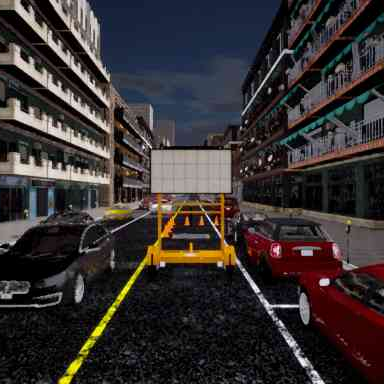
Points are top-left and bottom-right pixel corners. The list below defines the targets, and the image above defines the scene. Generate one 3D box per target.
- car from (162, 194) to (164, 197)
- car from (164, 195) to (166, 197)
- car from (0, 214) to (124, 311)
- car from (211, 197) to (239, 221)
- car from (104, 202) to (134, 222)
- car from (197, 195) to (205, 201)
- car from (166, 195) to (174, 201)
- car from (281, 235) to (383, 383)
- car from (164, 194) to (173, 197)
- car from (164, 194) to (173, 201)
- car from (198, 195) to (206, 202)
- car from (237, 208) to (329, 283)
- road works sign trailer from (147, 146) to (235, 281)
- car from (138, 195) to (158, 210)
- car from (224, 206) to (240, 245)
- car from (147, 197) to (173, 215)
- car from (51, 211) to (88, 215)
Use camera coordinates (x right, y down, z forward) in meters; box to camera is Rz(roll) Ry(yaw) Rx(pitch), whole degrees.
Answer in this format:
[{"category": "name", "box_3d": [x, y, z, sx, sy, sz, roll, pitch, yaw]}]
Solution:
[{"category": "car", "box_3d": [-5.822, 1.305, 49.100, 2.192, 1.841, 5.009, 0, 0, 0]}, {"category": "car", "box_3d": [-5.839, 1.570, 54.736, 1.802, 1.307, 4.206, 0, 0, 0]}, {"category": "car", "box_3d": [-3.122, 1.505, 8.014, 1.837, 1.490, 4.892, 0, 0, 0]}, {"category": "car", "box_3d": [2.621, 1.312, 26.573, 2.192, 1.841, 5.009, 0, 0, 0]}, {"category": "car", "box_3d": [-5.760, 1.523, 26.383, 1.752, 1.417, 4.829, 0, 0, 0]}, {"category": "car", "box_3d": [2.449, 1.516, 88.573, 1.887, 1.381, 4.507, 0, 0, 0]}, {"category": "car", "box_3d": [-5.931, 1.516, 88.555, 1.887, 1.381, 4.507, 0, 0, 0]}, {"category": "car", "box_3d": [2.682, 1.545, 4.028, 1.887, 1.381, 4.507, 0, 0, 0]}, {"category": "car", "box_3d": [-5.899, 1.293, 77.282, 2.192, 1.841, 5.009, 0, 0, 0]}, {"category": "car", "box_3d": [-5.915, 1.415, 82.917, 1.967, 1.590, 4.097, 0, 0, 0]}, {"category": "car", "box_3d": [2.480, 1.503, 77.471, 1.752, 1.417, 4.829, 0, 0, 0]}, {"category": "car", "box_3d": [2.667, 1.440, 9.664, 1.967, 1.590, 4.097, 0, 0, 0]}, {"category": "road works sign trailer", "box_3d": [-0.025, 0.464, 9.789, 2.380, 3.560, 2.880, 0, 0, 0]}, {"category": "car", "box_3d": [-5.807, 1.432, 43.464, 1.967, 1.590, 4.097, 0, 0, 0]}, {"category": "car", "box_3d": [2.651, 1.550, 15.300, 2.008, 1.369, 4.403, 0, 0, 0]}, {"category": "car", "box_3d": [-3.090, 1.521, 33.429, 1.812, 1.442, 4.674, 0, 0, 0]}, {"category": "car", "box_3d": [-5.730, 1.565, 15.280, 1.947, 1.339, 4.313, 0, 0, 0]}]
